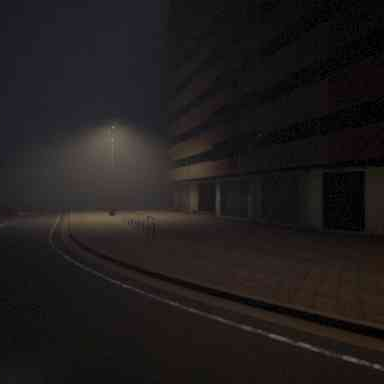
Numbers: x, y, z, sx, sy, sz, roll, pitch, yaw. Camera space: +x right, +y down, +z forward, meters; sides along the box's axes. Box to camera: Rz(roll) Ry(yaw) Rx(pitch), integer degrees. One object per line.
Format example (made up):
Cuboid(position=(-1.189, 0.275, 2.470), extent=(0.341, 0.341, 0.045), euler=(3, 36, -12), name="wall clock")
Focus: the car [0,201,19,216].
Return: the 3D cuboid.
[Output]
Cuboid(position=(-18.568, 1.628, 32.946), extent=(1.812, 1.442, 4.674), euler=(0, 0, -20), name="car")
